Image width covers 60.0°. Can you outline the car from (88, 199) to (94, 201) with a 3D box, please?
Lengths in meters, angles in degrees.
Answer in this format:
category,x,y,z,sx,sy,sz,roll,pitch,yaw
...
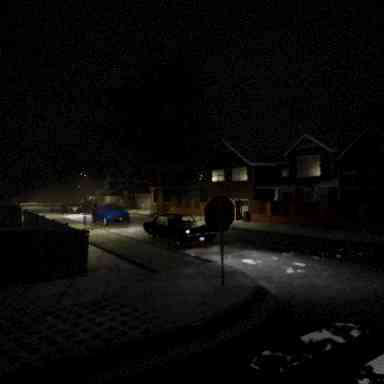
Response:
category,x,y,z,sx,sy,sz,roll,pitch,yaw
car,-14.130,1.643,45.045,2.128,1.511,4.902,-2,1,-29

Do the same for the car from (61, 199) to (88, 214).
category,x,y,z,sx,sy,sz,roll,pitch,yaw
car,-14.200,1.716,39.157,2.128,1.511,4.902,-2,1,-29

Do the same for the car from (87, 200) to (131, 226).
category,x,y,z,sx,sy,sz,roll,pitch,yaw
car,-6.384,1.681,25.897,1.882,1.535,5.008,-2,1,-32

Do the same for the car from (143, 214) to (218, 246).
category,x,y,z,sx,sy,sz,roll,pitch,yaw
car,-0.712,1.804,16.912,1.895,1.301,4.718,-2,1,-32
